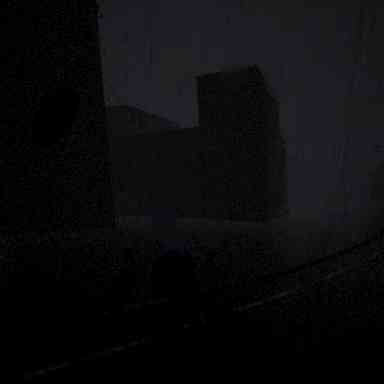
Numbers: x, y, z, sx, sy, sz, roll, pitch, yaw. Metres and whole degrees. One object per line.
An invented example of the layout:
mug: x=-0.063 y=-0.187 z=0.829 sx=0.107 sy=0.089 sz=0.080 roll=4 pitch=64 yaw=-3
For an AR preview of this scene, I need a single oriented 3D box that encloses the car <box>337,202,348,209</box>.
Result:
car: x=31.163 y=2.746 z=68.808 sx=2.128 sy=1.511 sz=4.902 roll=-3 pitch=-2 yaw=21
